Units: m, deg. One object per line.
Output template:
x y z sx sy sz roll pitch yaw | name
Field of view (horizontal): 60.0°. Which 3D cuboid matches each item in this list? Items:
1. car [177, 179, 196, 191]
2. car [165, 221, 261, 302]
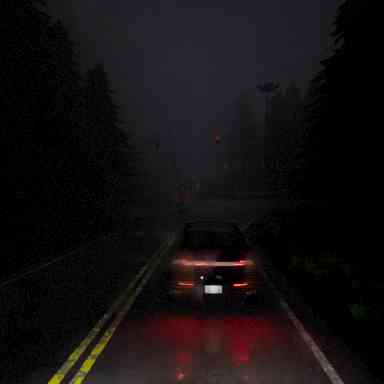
-0.696 -1.068 45.246 1.812 1.442 4.674 1 9 14 | car
0.449 1.466 8.191 2.128 1.511 4.902 0 0 2 | car
